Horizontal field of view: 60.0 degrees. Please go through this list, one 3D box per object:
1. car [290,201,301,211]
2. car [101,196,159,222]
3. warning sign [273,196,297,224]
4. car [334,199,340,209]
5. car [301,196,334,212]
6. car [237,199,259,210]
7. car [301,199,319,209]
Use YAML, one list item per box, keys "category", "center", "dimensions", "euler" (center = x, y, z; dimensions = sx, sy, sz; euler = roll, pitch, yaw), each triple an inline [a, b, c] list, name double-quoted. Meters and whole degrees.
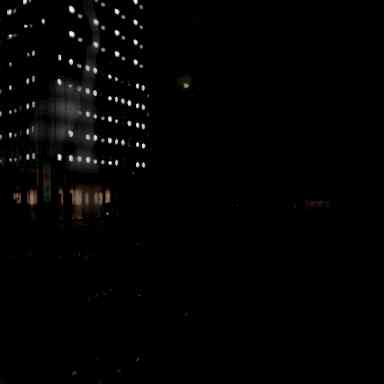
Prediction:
- category: "car"
  center: [13.803, 1.885, 44.927]
  dimensions: [1.895, 1.301, 4.718]
  euler: [0, 0, 33]
- category: "car"
  center: [-5.161, 1.378, 28.696]
  dimensions: [2.150, 2.045, 5.566]
  euler: [0, 0, 34]
- category: "warning sign"
  center: [6.482, 1.242, 23.209]
  dimensions: [1.300, 1.860, 1.060]
  euler: [0, 0, 34]
- category: "car"
  center: [21.602, 1.804, 51.298]
  dimensions: [1.882, 1.535, 5.008]
  euler: [0, 0, 31]
- category: "car"
  center: [16.086, 1.490, 42.483]
  dimensions: [2.150, 2.045, 5.566]
  euler: [0, 0, 34]
- category: "car"
  center: [8.153, 1.811, 48.330]
  dimensions: [1.837, 1.490, 4.892]
  euler: [0, -1, 33]
- category: "car"
  center: [18.825, 1.863, 52.987]
  dimensions: [1.812, 1.442, 4.674]
  euler: [0, 0, 31]
